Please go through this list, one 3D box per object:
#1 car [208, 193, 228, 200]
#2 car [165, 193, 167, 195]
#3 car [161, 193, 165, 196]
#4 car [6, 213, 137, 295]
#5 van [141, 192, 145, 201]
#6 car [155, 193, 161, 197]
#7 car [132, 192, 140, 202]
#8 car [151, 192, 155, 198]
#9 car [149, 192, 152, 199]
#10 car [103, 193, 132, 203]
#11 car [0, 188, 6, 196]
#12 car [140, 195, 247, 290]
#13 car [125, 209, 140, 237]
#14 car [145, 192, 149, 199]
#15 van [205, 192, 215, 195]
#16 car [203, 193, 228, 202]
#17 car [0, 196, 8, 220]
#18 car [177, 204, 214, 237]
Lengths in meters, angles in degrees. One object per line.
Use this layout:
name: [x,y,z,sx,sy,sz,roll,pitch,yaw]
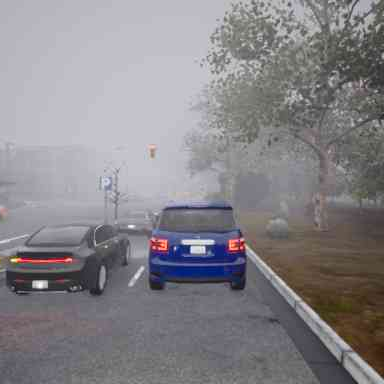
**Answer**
car: [6.598,1.129,83.208,4.553,1.767,2.185,1,0,-12]
car: [-10.424,1.316,92.892,5.008,1.535,2.097,-1,0,-11]
car: [-10.851,1.065,89.914,5.566,2.045,2.435,-1,0,-12]
car: [-2.876,1.515,8.741,1.837,1.490,4.892,0,0,0]
van: [-13.119,1.093,71.962,4.442,1.987,1.878,-1,0,-14]
car: [-11.306,1.357,86.909,4.674,1.452,2.002,-1,0,-12]
car: [-13.688,1.315,65.971,5.366,1.575,1.946,-1,0,-15]
car: [-12.132,1.359,80.928,4.674,1.452,2.002,-1,0,-13]
car: [-12.508,1.359,77.927,4.674,1.452,2.002,-1,0,-13]
car: [-14.338,1.358,62.980,4.792,1.488,2.163,-1,0,-15]
car: [-31.074,0.137,53.876,2.002,1.452,4.674,6,-3,-19]
car: [0.127,1.233,9.226,2.150,2.045,5.566,0,0,0]
car: [-2.814,1.589,17.627,1.994,1.385,4.181,0,0,1]
car: [-12.886,1.322,74.933,4.892,1.521,2.231,-1,0,-13]
van: [4.394,1.043,65.543,4.442,1.987,1.878,1,0,-14]
car: [4.782,1.142,68.512,4.553,1.767,2.185,1,0,-14]
car: [-16.585,1.404,25.177,4.553,1.767,2.185,-1,0,-19]
car: [0.204,1.531,19.084,1.837,1.490,4.892,0,0,0]
